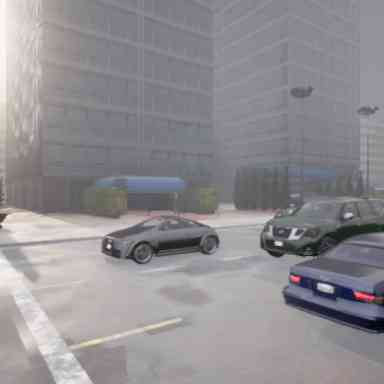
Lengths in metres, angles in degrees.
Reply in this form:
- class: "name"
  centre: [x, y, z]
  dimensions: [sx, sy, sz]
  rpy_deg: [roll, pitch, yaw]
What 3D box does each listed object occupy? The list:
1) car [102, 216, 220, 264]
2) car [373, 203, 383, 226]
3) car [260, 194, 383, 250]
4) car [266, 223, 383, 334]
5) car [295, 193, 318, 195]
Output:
- class: "car"
  centre: [-1.022, 1.561, 11.819]
  dimensions: [4.181, 1.385, 1.994]
  rpy_deg: [0, 0, -35]
- class: "car"
  centre: [14.793, 1.489, 22.851]
  dimensions: [4.902, 1.511, 2.128]
  rpy_deg: [0, 0, -35]
- class: "car"
  centre: [4.910, 1.220, 11.708]
  dimensions: [5.566, 2.045, 2.150]
  rpy_deg: [0, 0, -35]
- class: "car"
  centre: [4.136, 1.547, 6.636]
  dimensions: [5.357, 1.411, 2.033]
  rpy_deg: [0, 0, -35]
- class: "car"
  centre: [6.627, 1.219, 17.170]
  dimensions: [5.566, 2.045, 2.150]
  rpy_deg: [0, 0, -35]
